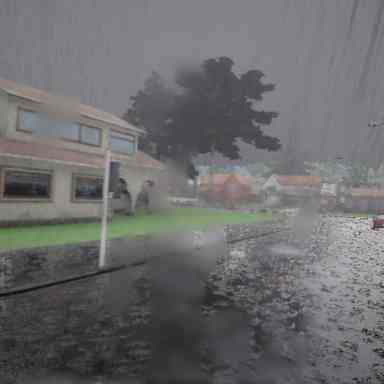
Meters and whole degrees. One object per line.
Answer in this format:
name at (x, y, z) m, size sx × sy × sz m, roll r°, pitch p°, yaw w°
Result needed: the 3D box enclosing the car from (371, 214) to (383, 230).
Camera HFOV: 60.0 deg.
car at (17.493, 2.721, 30.155) m, size 1.812 × 1.442 × 4.674 m, roll 3°, pitch 0°, yaw 31°
